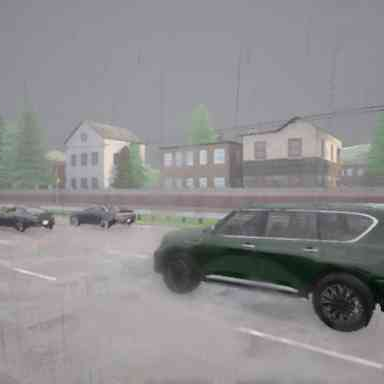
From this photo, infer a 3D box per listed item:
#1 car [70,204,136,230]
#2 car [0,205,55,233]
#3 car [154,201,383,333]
[{"bbox_3d":[-5.704,1.482,20.965,4.902,1.511,2.128,0,0,36],"label":"car"},{"bbox_3d":[-9.958,1.515,19.683,4.674,1.442,1.812,0,0,35],"label":"car"},{"bbox_3d":[1.744,1.220,7.047,5.566,2.045,2.150,0,0,36],"label":"car"}]
